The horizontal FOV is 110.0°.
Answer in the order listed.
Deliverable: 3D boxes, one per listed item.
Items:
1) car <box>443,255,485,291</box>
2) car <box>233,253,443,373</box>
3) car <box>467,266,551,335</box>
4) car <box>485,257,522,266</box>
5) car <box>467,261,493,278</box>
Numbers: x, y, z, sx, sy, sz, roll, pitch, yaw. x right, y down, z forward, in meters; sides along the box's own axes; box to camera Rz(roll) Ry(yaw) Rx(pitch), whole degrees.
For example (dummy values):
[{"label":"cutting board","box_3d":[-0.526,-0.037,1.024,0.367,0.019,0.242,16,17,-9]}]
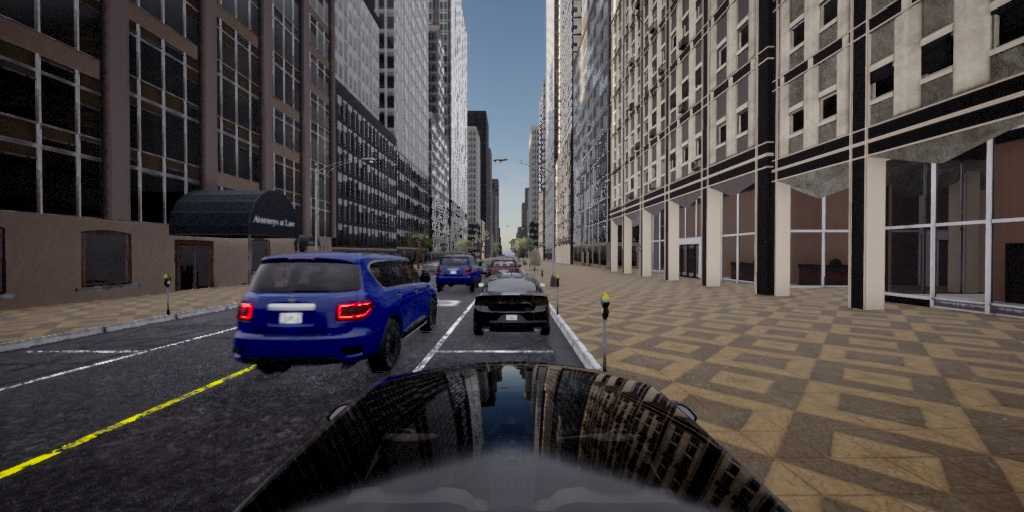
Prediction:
[{"label":"car","box_3d":[-3.092,0.967,21.706,2.150,2.045,5.566,0,0,0]},{"label":"car","box_3d":[-3.143,0.969,7.725,2.150,2.045,5.566,0,0,-1]},{"label":"car","box_3d":[-0.006,1.226,10.502,1.882,1.535,5.008,0,0,0]},{"label":"car","box_3d":[-0.457,1.061,22.523,2.192,1.841,5.009,0,0,0]},{"label":"car","box_3d":[-3.098,1.291,35.816,2.033,1.411,5.357,0,0,0]}]
